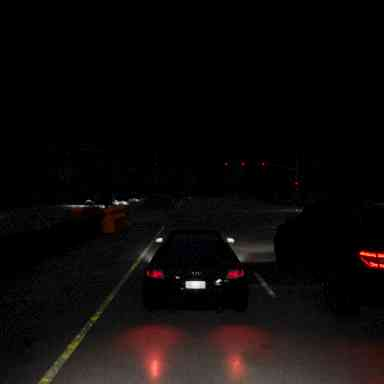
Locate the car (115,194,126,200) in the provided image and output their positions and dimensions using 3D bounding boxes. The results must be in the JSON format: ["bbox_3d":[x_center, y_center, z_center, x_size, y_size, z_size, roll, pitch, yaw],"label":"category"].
[{"bbox_3d":[-18.009,1.199,84.065,1.837,1.490,4.892,0,0,-3],"label":"car"}]

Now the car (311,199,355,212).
[{"bbox_3d":[16.044,1.474,38.037,4.181,1.385,1.994,0,0,1],"label":"car"}]

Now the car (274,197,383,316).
[{"bbox_3d":[3.591,1.221,7.652,2.150,2.045,5.566,0,0,-2],"label":"car"}]

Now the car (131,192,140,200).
[{"bbox_3d":[-14.517,0.923,84.281,2.150,2.045,5.566,0,0,-3],"label":"car"}]

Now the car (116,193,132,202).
[{"bbox_3d":[-14.331,1.363,68.647,1.895,1.301,4.718,0,0,0],"label":"car"}]

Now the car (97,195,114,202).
[{"bbox_3d":[-17.832,1.307,68.701,2.033,1.411,5.357,0,0,0],"label":"car"}]

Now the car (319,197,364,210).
[{"bbox_3d":[18.842,1.393,42.127,4.892,1.490,1.837,0,1,11],"label":"car"}]

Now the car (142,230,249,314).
[{"bbox_3d":[0.069,1.563,7.723,1.994,1.385,4.181,0,0,0],"label":"car"}]

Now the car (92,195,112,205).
[{"bbox_3d":[-14.337,1.396,54.167,1.994,1.385,4.181,0,0,0],"label":"car"}]

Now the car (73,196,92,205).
[{"bbox_3d":[-17.841,1.378,54.539,2.033,1.411,5.357,0,0,0],"label":"car"}]
